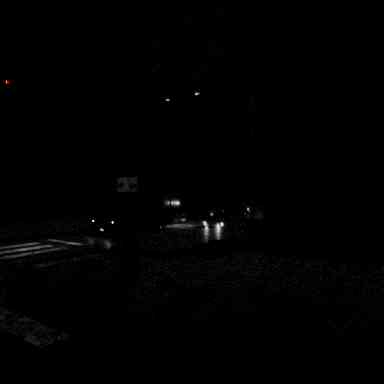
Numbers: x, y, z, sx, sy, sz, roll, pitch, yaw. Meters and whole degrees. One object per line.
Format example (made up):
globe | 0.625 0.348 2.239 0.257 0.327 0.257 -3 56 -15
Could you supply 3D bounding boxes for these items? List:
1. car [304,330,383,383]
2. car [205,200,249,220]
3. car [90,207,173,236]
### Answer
car | 2.757 1.315 0.841 5.009 1.841 2.192 0 0 35
car | 2.878 1.382 26.674 2.128 1.511 4.902 0 0 35
car | -3.168 1.536 18.159 1.895 1.301 4.718 0 0 35
